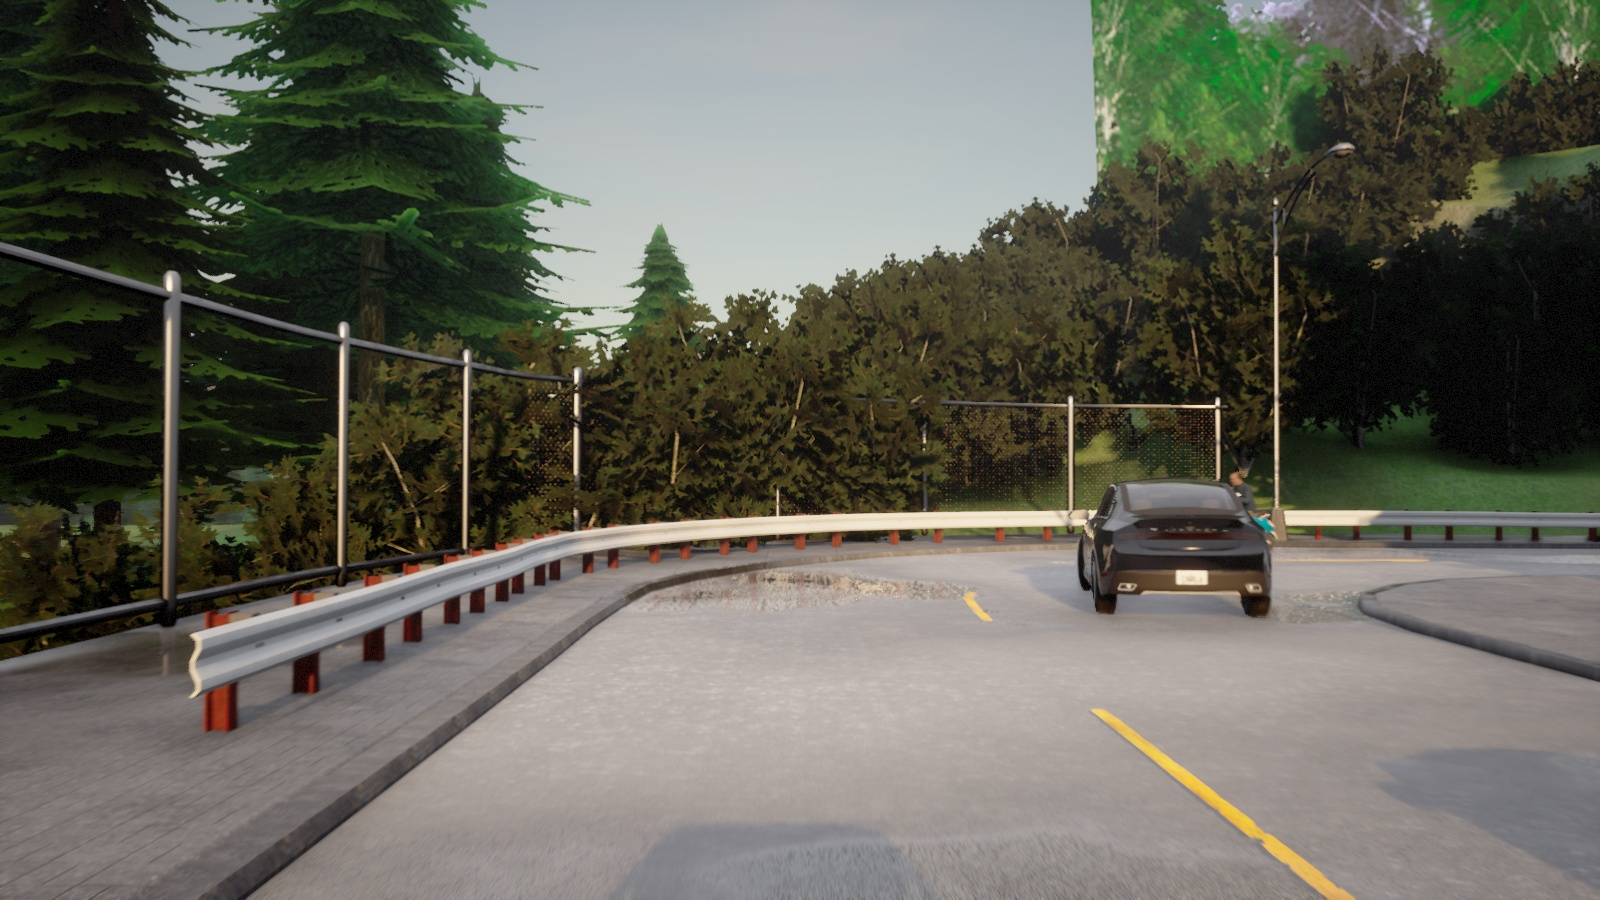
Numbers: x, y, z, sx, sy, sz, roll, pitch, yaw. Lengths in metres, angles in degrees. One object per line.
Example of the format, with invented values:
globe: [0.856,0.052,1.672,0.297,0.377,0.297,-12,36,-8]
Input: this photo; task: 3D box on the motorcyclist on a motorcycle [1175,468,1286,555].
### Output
motorcyclist on a motorcycle: [8.231,1.153,24.043,1.817,1.590,0.866,0,0,-14]

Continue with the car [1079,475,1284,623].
car: [4.456,1.069,15.366,1.837,1.490,4.892,-1,-1,10]
